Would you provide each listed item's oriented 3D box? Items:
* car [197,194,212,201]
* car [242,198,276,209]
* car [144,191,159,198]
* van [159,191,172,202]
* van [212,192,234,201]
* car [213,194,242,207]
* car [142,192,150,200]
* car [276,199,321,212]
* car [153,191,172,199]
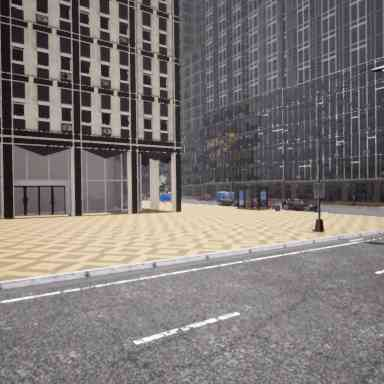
[{"bbox_3d":[2.664,1.043,64.027,1.802,1.307,4.206,0,1,-34],"label":"car"},{"bbox_3d":[8.454,1.388,40.463,1.802,1.307,4.206,0,1,-34],"label":"car"},{"bbox_3d":[-10.143,0.686,82.809,1.967,1.590,4.097,0,1,-34],"label":"car"},{"bbox_3d":[-4.260,0.937,59.305,1.690,1.788,3.998,0,1,-34],"label":"van"},{"bbox_3d":[5.865,0.855,59.328,1.690,1.788,3.998,0,1,-34],"label":"van"},{"bbox_3d":[5.300,1.319,45.192,1.947,1.339,4.313,0,1,-34],"label":"car"},{"bbox_3d":[-10.664,1.040,68.700,2.008,1.369,4.403,0,1,-34],"label":"car"},{"bbox_3d":[11.642,1.424,35.755,1.947,1.339,4.313,0,1,-34],"label":"car"},{"bbox_3d":[-6.941,0.615,78.112,2.192,1.841,5.009,0,1,-34],"label":"car"}]
